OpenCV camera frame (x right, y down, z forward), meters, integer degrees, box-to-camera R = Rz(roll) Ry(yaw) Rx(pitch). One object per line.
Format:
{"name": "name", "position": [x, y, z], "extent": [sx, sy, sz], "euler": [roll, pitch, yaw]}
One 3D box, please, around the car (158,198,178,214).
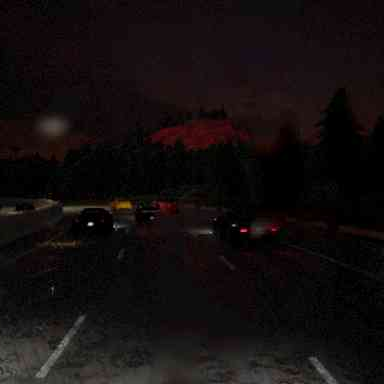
{"name": "car", "position": [-3.046, 1.392, 35.939], "extent": [2.097, 1.767, 4.553], "euler": [0, 0, -19]}

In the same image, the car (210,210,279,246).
{"name": "car", "position": [2.235, 1.554, 15.459], "extent": [2.033, 1.411, 5.357], "euler": [0, 0, -9]}

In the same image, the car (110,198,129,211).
{"name": "car", "position": [-9.004, 1.539, 41.488], "extent": [1.882, 1.535, 5.008], "euler": [0, 0, -23]}

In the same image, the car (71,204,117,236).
{"name": "car", "position": [-5.512, 1.596, 18.784], "extent": [1.994, 1.385, 4.181], "euler": [0, 0, -11]}

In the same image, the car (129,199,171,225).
{"name": "car", "position": [-3.227, 1.520, 24.538], "extent": [2.128, 1.511, 4.902], "euler": [0, 0, -14]}
